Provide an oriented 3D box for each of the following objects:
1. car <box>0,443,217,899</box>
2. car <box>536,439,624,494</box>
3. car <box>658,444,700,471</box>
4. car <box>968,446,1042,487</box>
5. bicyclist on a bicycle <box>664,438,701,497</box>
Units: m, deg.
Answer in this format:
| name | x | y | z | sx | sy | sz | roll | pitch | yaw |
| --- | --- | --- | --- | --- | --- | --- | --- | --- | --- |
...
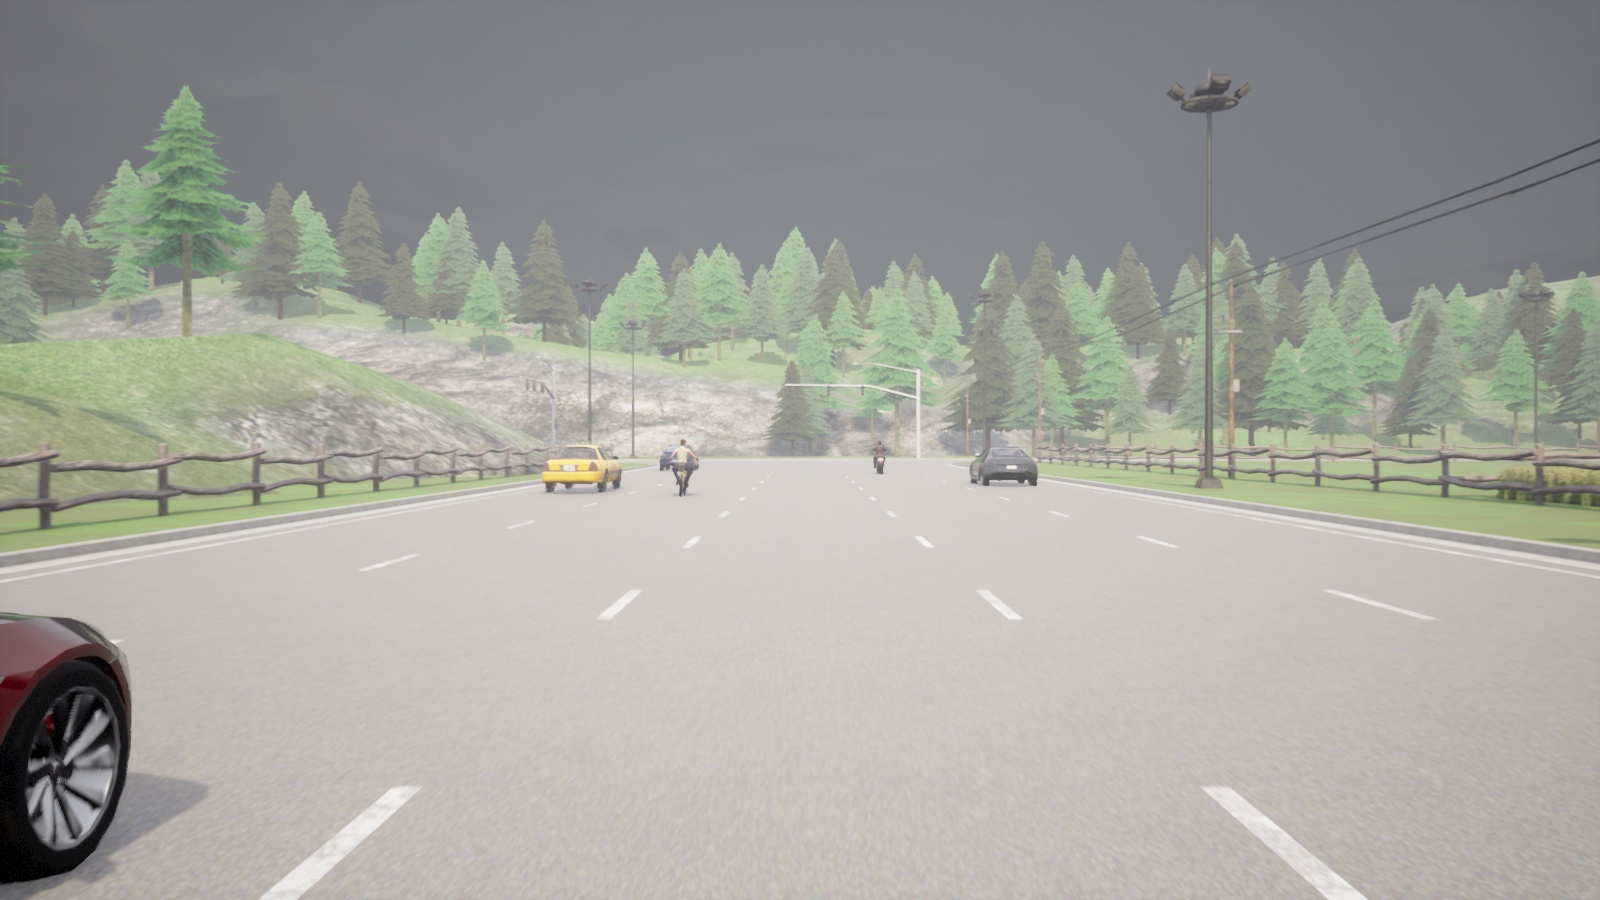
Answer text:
| name | x | y | z | sx | sy | sz | roll | pitch | yaw |
| --- | --- | --- | --- | --- | --- | --- | --- | --- | --- |
| car | -3.472 | 0.728 | 2.729 | 2.163 | 1.488 | 4.792 | 0 | 0 | 0 |
| car | -6.763 | 0.461 | 39.134 | 1.801 | 1.575 | 5.366 | 0 | 0 | 0 |
| car | -6.595 | 0.384 | 68.690 | 1.812 | 1.442 | 4.674 | 0 | 0 | 0 |
| car | 7.271 | 0.565 | 44.999 | 1.994 | 1.385 | 4.181 | 0 | 0 | 0 |
| bicyclist on a bicycle | -3.289 | 0.484 | 35.253 | 0.866 | 1.612 | 1.509 | 0 | 0 | 1 |
